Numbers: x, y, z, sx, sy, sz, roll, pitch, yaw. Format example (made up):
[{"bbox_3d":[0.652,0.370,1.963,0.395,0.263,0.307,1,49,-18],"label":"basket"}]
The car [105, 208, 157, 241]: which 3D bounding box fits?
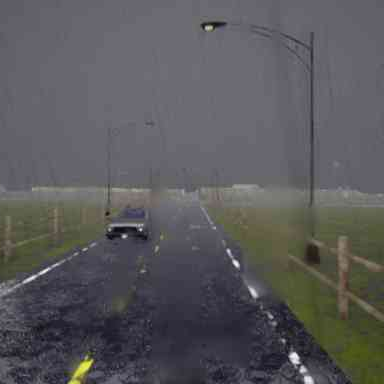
[{"bbox_3d":[-2.850,1.499,16.759,2.033,1.411,5.357,0,0,0],"label":"car"}]
